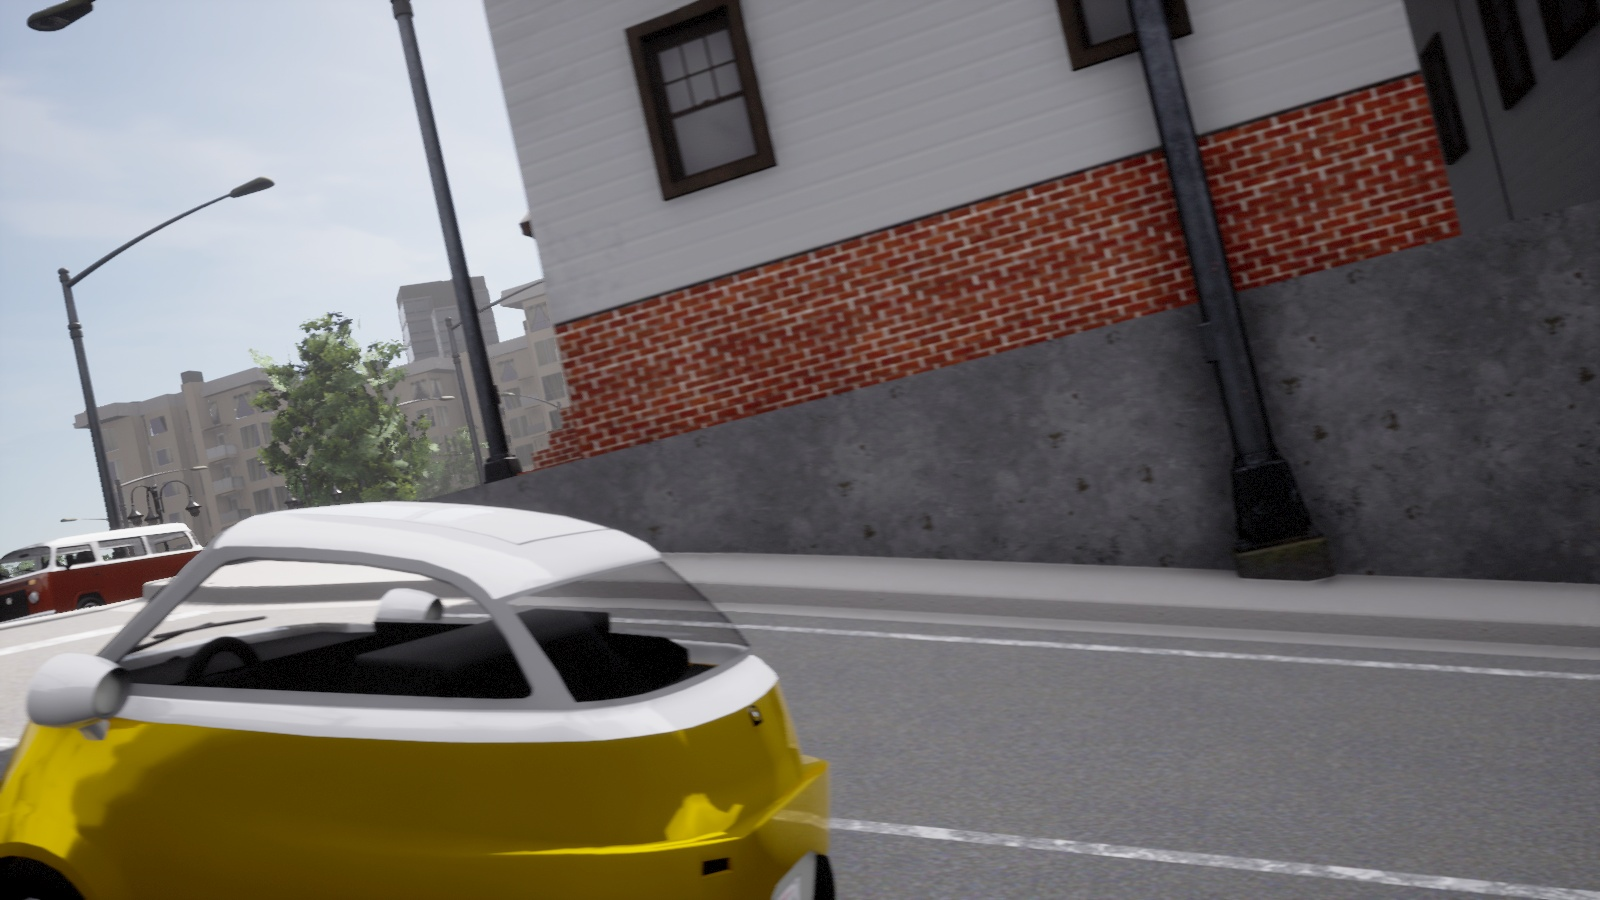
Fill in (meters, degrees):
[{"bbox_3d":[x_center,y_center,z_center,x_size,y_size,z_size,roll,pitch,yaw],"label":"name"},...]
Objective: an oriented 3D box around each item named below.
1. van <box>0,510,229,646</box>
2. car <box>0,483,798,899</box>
[{"bbox_3d":[-14.581,2.623,26.180,2.069,2.038,4.480,-13,-3,19],"label":"van"},{"bbox_3d":[-1.296,0.841,3.614,2.207,1.376,1.481,1,1,18],"label":"car"}]
